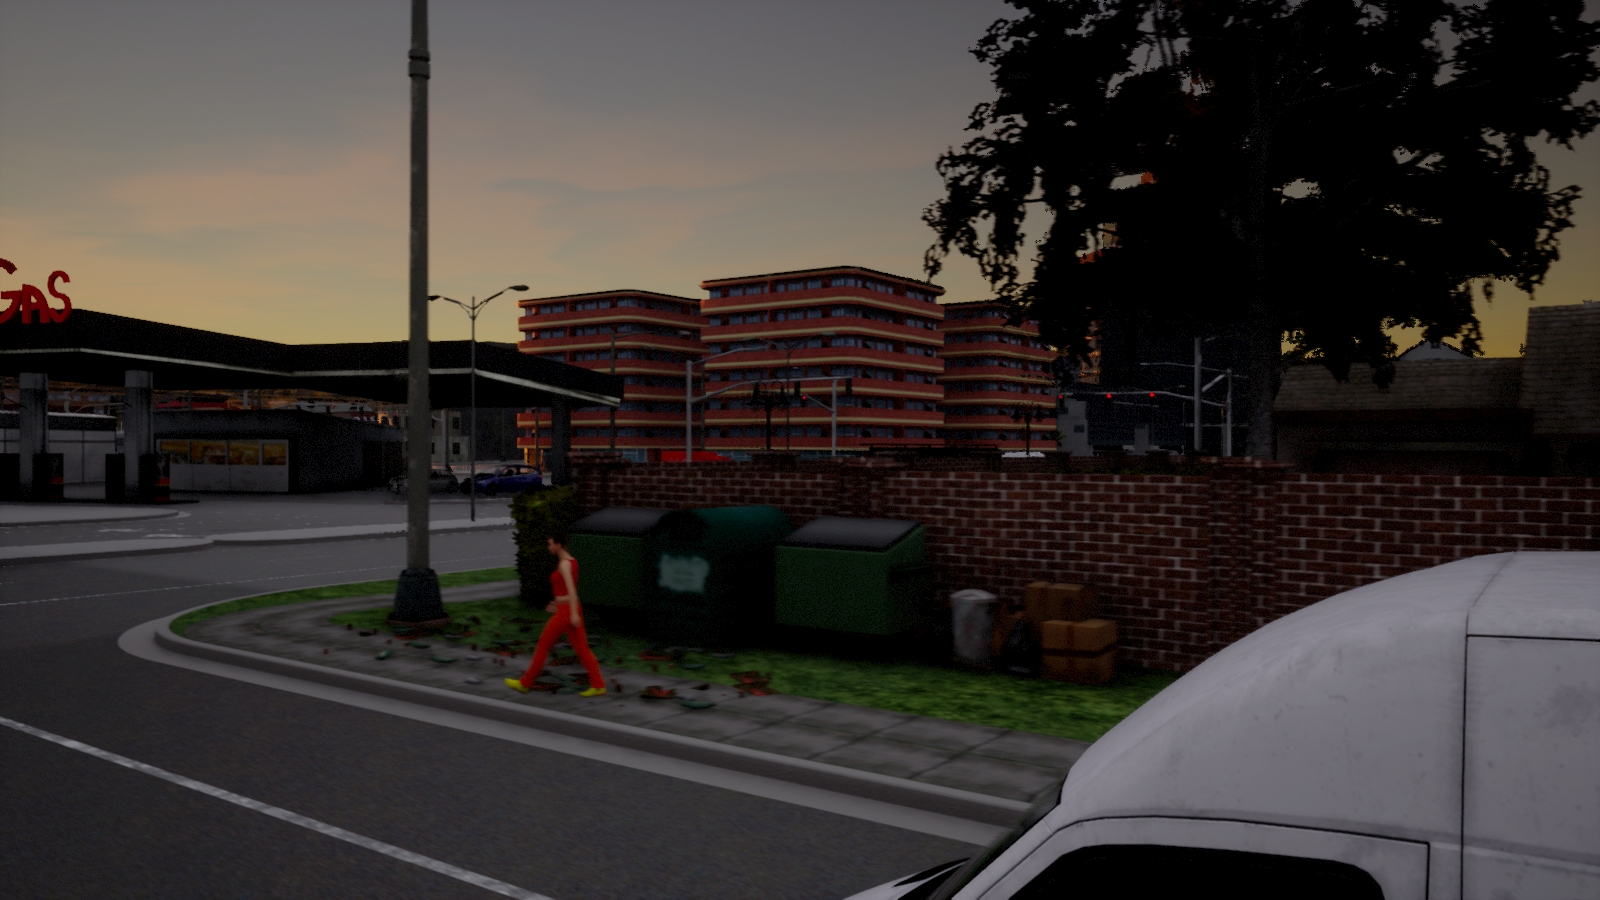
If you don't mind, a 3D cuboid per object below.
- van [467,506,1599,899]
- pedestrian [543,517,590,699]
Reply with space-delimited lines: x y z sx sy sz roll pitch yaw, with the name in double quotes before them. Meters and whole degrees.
"van" 2.052 1.522 2.343 5.915 2.561 1.988 0 0 35
"pedestrian" -2.461 1.654 12.051 0.375 1.860 0.375 0 0 7
